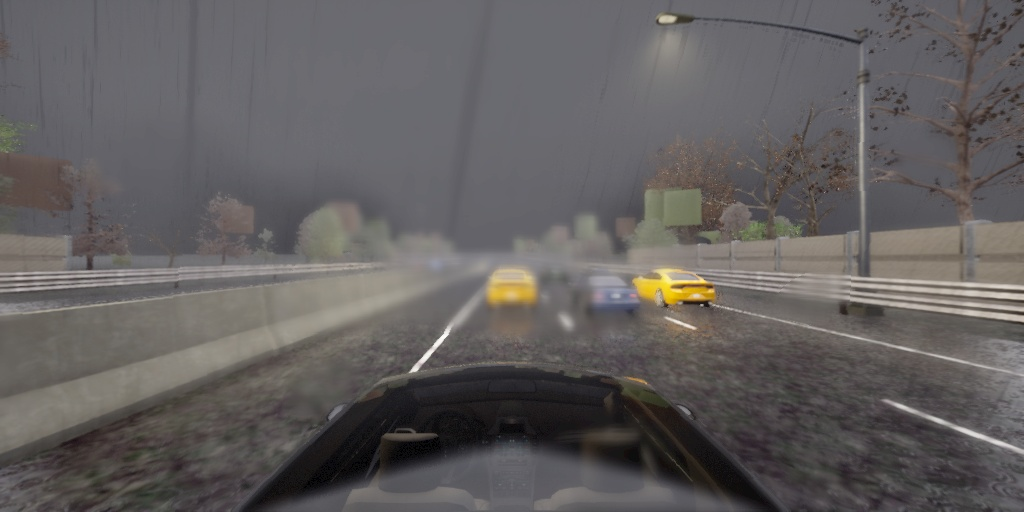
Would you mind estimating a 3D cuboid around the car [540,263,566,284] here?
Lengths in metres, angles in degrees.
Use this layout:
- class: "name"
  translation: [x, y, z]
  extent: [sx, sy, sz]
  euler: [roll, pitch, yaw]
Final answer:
- class: "car"
  translation: [3.518, 1.391, 30.259]
  extent: [2.097, 1.767, 4.553]
  euler: [0, -1, 0]

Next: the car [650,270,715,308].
- class: "car"
  translation: [7.027, 1.374, 16.084]
  extent: [1.882, 1.535, 5.008]
  euler: [0, 0, 0]

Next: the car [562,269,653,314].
- class: "car"
  translation: [3.510, 1.427, 14.365]
  extent: [2.033, 1.411, 5.357]
  euler: [0, -1, 0]

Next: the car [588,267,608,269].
- class: "car"
  translation: [7.007, 1.579, 29.362]
  extent: [2.033, 1.411, 5.357]
  euler: [0, -1, 1]

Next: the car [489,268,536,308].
- class: "car"
  translation: [0.027, 1.374, 16.073]
  extent: [1.882, 1.535, 5.008]
  euler: [0, 0, 0]
